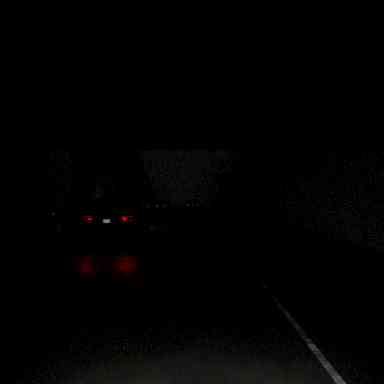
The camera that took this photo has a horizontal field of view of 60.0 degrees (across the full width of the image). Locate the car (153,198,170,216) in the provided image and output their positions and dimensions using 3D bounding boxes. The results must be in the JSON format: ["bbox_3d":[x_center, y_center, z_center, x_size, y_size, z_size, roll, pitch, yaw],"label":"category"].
[{"bbox_3d":[-3.398,1.429,34.145,2.097,1.767,4.553,0,0,0],"label":"car"}]

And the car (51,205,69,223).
[{"bbox_3d":[-10.598,1.658,25.743,1.895,1.301,4.718,0,0,0],"label":"car"}]

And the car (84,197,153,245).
[{"bbox_3d":[-3.399,1.257,15.917,2.150,2.045,5.566,0,0,0],"label":"car"}]

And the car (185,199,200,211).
[{"bbox_3d":[0.102,1.641,41.809,2.033,1.411,5.357,0,0,0],"label":"car"}]
